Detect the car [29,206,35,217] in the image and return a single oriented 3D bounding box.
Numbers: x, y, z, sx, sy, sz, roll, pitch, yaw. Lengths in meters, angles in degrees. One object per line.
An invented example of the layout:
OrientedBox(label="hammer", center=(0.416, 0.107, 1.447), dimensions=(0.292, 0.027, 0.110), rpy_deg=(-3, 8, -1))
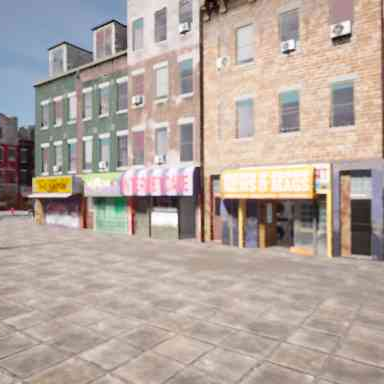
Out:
OrientedBox(label="car", center=(-13.824, 1.820, 33.564), dimensions=(1.837, 1.490, 4.892), rpy_deg=(-1, -1, 36))
